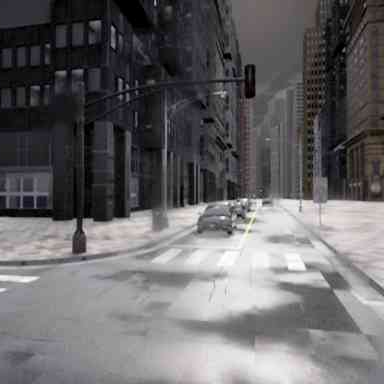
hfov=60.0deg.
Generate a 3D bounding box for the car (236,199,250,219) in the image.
[{"bbox_3d":[3.674,1.567,28.877,1.994,1.385,4.181,0,0,13],"label":"car"}]

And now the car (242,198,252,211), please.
[{"bbox_3d":[5.933,1.517,38.892,2.128,1.511,4.902,0,0,13],"label":"car"}]

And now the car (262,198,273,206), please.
[{"bbox_3d":[13.088,1.699,57.545,1.895,1.301,4.718,0,0,12],"label":"car"}]

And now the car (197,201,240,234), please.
[{"bbox_3d":[1.527,1.498,19.155,1.837,1.490,4.892,0,0,12],"label":"car"}]
